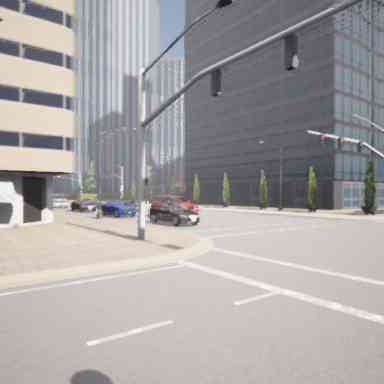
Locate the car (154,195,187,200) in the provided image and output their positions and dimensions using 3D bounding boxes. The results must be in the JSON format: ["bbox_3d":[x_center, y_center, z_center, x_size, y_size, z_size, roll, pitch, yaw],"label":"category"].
[{"bbox_3d":[-1.608,1.330,30.277,2.150,2.045,5.566,0,0,-37],"label":"car"}]

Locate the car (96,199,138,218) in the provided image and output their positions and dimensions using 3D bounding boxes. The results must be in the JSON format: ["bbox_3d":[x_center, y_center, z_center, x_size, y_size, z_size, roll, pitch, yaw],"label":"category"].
[{"bbox_3d":[-7.030,1.584,31.689,1.882,1.535,5.008,0,0,-37],"label":"car"}]

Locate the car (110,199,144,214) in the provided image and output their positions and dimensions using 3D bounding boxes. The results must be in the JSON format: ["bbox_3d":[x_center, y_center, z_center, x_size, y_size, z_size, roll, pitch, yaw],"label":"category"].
[{"bbox_3d":[-7.539,1.623,38.216,1.837,1.490,4.892,0,0,-37],"label":"car"}]

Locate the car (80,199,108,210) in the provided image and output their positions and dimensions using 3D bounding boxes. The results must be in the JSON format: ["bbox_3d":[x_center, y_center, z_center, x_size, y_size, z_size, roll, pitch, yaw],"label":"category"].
[{"bbox_3d":[-13.791,1.676,46.595,2.033,1.411,5.357,0,0,-37],"label":"car"}]

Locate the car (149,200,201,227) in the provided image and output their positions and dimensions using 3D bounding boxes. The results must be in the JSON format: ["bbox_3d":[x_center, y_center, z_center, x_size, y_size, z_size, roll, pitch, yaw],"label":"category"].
[{"bbox_3d":[-1.338,1.589,24.080,2.128,1.511,4.902,0,0,-37],"label":"car"}]

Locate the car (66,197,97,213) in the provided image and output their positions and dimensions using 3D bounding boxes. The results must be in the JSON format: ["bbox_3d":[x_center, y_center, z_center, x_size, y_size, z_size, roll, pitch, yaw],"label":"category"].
[{"bbox_3d":[-12.917,1.608,39.568,2.128,1.511,4.902,0,0,-37],"label":"car"}]

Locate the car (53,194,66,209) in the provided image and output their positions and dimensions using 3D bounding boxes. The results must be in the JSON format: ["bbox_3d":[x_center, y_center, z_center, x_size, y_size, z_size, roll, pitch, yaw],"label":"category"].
[{"bbox_3d":[-19.897,1.351,48.980,2.150,2.045,5.566,0,0,-36],"label":"car"}]
